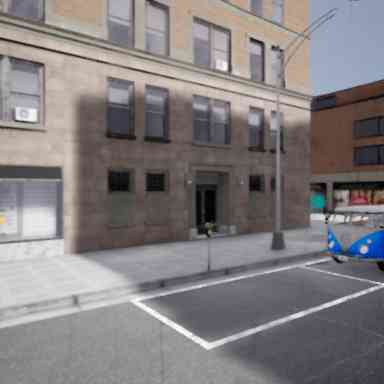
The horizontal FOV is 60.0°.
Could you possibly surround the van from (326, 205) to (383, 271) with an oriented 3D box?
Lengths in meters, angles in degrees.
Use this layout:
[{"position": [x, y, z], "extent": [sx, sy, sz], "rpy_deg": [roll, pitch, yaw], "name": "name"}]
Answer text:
[{"position": [5.882, 1.298, 10.408], "extent": [3.998, 1.788, 1.690], "rpy_deg": [0, 0, -36], "name": "van"}]
